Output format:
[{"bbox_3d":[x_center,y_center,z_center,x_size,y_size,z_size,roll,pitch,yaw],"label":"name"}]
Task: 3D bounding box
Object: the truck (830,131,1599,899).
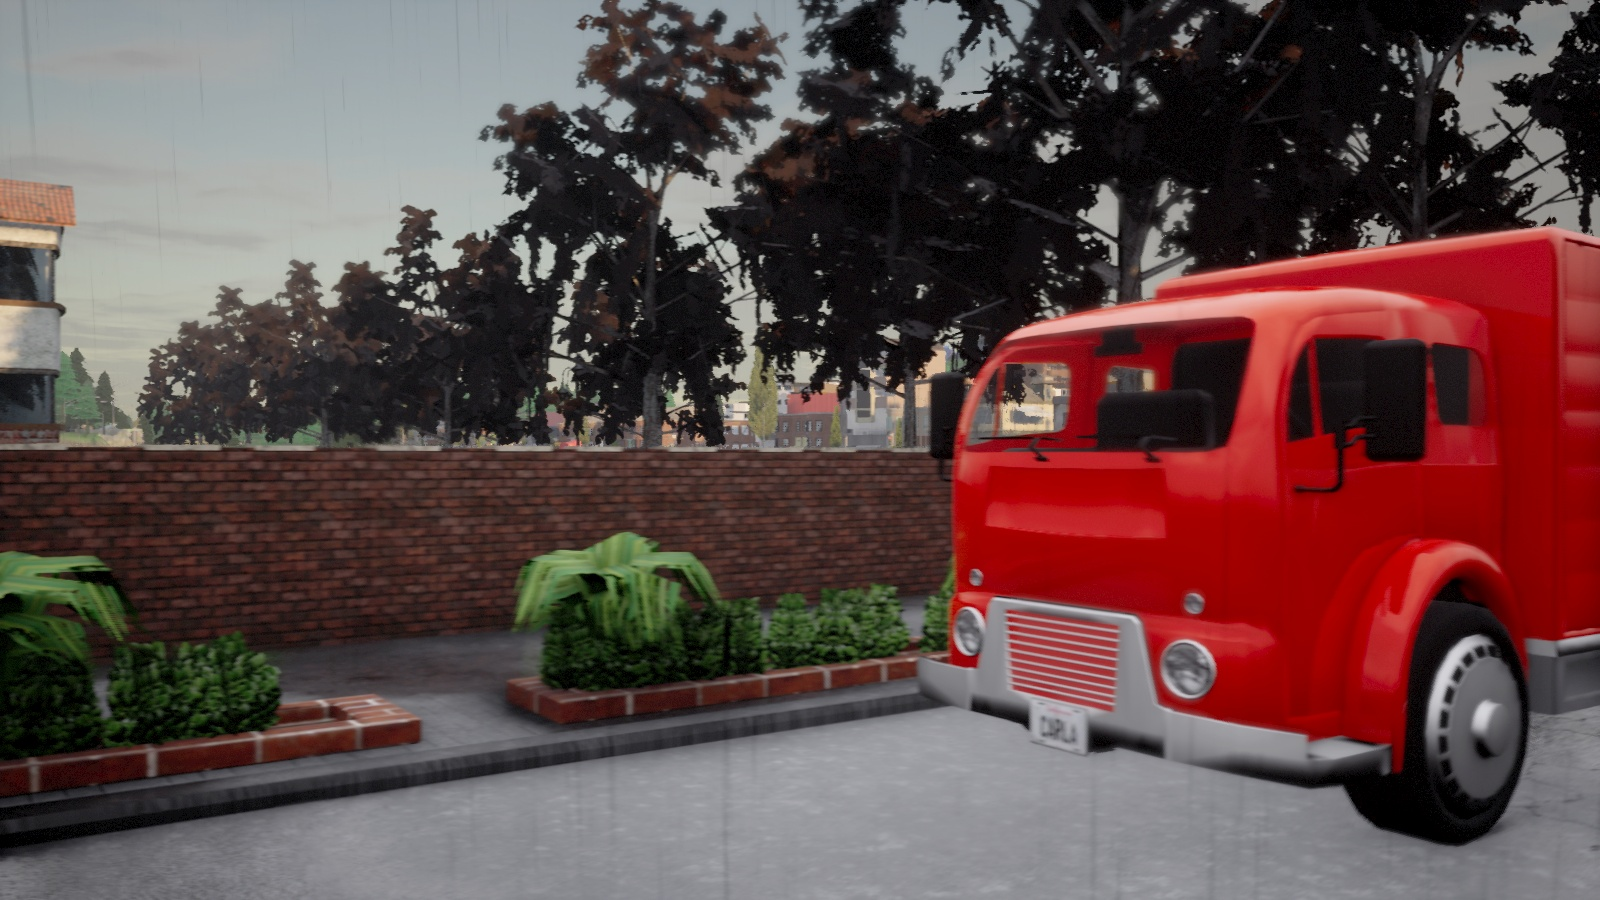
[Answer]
[{"bbox_3d":[3.028,0.268,6.378,5.204,2.467,2.627,0,0,-35],"label":"truck"}]
